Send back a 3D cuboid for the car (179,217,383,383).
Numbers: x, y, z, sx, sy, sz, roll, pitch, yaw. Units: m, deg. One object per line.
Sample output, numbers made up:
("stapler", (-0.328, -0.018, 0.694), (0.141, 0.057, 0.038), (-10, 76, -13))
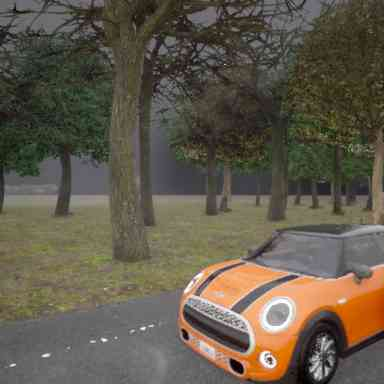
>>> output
("car", (2.022, 1.355, 5.414), (4.553, 1.767, 2.097), (0, 0, -35))
